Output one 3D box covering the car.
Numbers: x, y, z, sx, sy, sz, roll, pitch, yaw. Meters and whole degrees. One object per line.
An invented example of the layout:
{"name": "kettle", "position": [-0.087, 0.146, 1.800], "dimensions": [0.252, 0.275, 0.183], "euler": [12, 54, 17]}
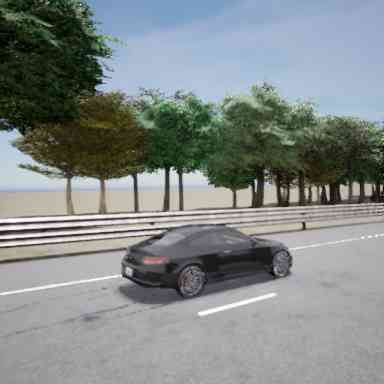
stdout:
{"name": "car", "position": [0.536, 1.528, 8.443], "dimensions": [4.674, 1.442, 1.812], "euler": [0, 0, -35]}
